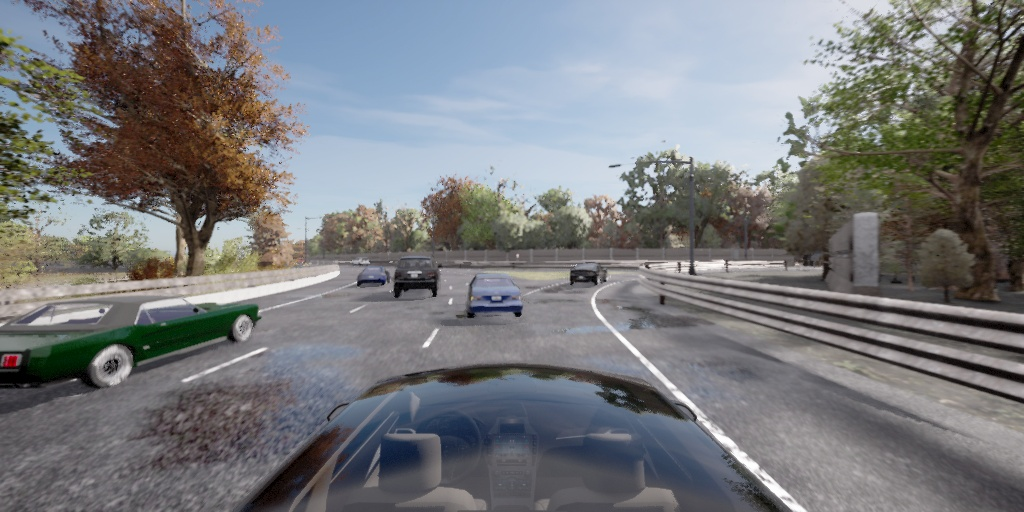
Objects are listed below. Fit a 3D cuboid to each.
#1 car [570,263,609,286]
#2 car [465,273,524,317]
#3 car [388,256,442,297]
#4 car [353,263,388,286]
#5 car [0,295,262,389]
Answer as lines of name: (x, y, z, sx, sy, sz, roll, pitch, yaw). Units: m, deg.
car: (5.630, 1.255, 25.791, 1.882, 1.535, 5.008, -1, 0, 26)
car: (-0.738, 1.327, 13.369, 2.033, 1.411, 5.357, 0, 0, -6)
car: (-5.073, 1.036, 19.641, 2.150, 2.045, 5.566, 0, 0, -10)
car: (-10.207, 1.420, 26.715, 1.994, 1.385, 4.181, 0, 0, -14)
car: (-7.150, 1.397, 6.878, 1.895, 1.301, 4.718, 0, 0, -3)
